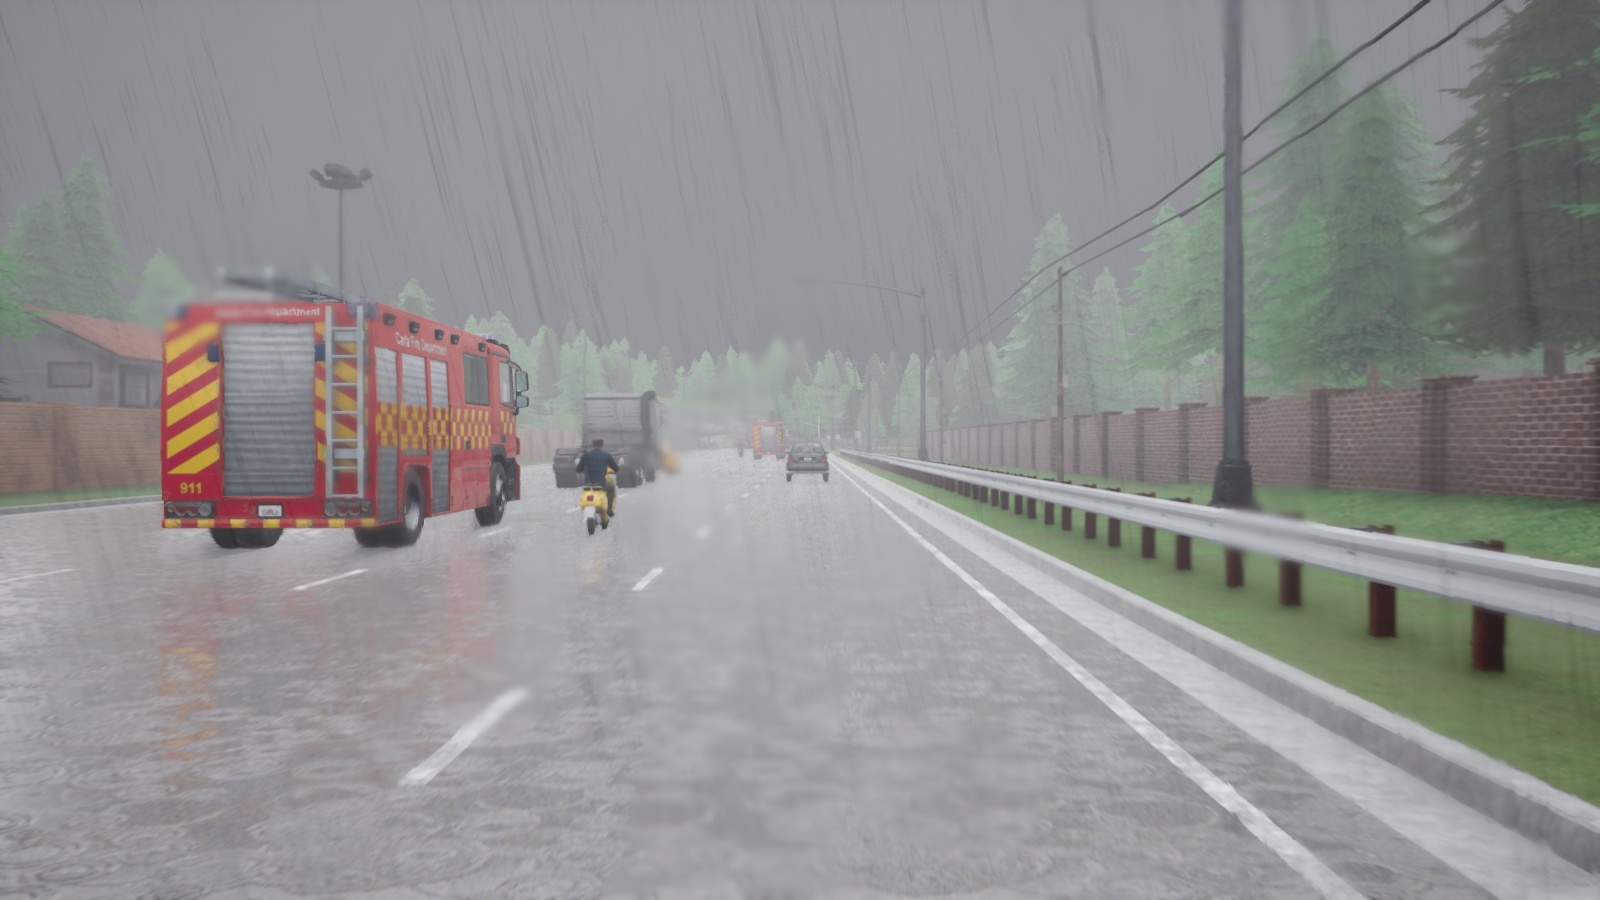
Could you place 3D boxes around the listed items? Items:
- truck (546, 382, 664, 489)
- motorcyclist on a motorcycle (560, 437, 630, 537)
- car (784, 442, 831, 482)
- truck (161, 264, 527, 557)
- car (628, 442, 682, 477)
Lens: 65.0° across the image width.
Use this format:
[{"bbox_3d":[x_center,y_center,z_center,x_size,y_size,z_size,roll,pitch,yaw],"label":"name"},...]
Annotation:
[{"bbox_3d":[-6.731,-0.489,44.571,2.891,3.462,7.936,0,0,0],"label":"truck"},{"bbox_3d":[-3.367,0.581,20.789,0.866,1.590,1.817,0,0,0],"label":"motorcyclist on a motorcycle"},{"bbox_3d":[0.302,0.444,50.448,1.789,1.549,3.705,0,0,0],"label":"car"},{"bbox_3d":[-6.867,-0.539,20.608,2.891,3.827,8.468,0,0,0],"label":"truck"},{"bbox_3d":[-6.656,0.396,57.966,1.882,1.535,5.008,0,0,0],"label":"car"}]
